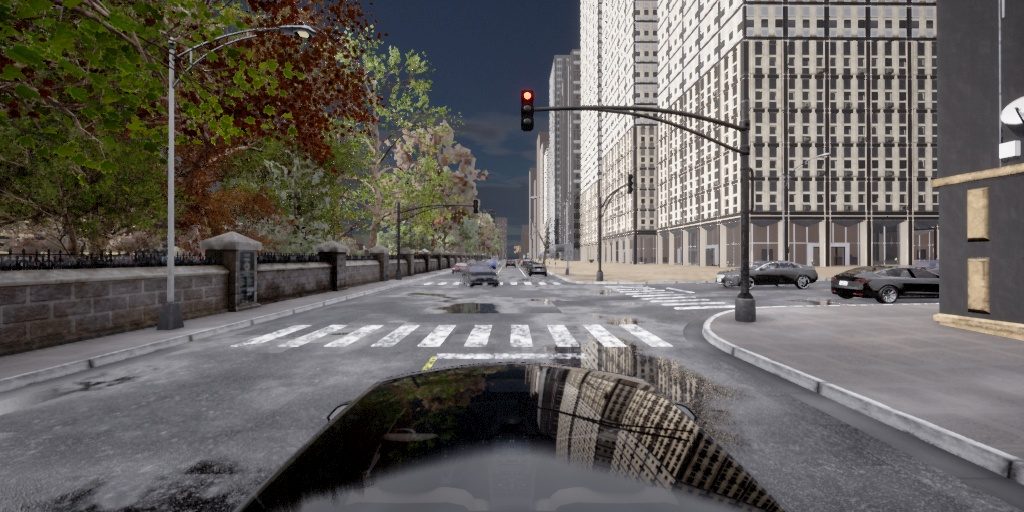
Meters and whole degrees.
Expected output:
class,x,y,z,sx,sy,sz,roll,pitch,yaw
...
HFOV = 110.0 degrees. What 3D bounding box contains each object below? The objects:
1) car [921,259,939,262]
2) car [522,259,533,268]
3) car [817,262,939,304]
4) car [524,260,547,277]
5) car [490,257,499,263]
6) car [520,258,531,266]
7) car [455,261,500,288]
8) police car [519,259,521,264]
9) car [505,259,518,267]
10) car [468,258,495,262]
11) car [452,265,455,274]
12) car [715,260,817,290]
class,x,y,z,sx,sy,sz,roll,pitch,yaw
car,23.470,0.882,19.479,5.357,1.411,2.033,-1,0,-1
car,2.483,1.335,41.741,1.948,1.339,4.313,0,0,0
car,14.627,1.026,13.590,4.313,1.339,1.948,0,0,-1
car,2.513,1.331,36.109,1.948,1.339,4.313,0,0,0
car,-3.354,1.257,52.716,1.882,1.535,5.008,0,0,0
car,2.454,1.339,47.374,1.948,1.339,4.313,0,0,0
car,-2.309,1.305,24.067,2.033,1.411,5.357,0,0,-15
police car,2.809,1.218,64.533,1.930,1.638,5.238,0,0,0
car,-0.228,1.299,65.141,1.837,1.490,4.892,0,0,0
car,-3.289,1.259,38.556,2.128,1.511,4.902,0,0,0
car,-5.897,1.351,41.697,1.802,1.307,4.207,0,0,0
car,13.651,0.993,19.384,4.902,1.511,2.128,-1,0,0
